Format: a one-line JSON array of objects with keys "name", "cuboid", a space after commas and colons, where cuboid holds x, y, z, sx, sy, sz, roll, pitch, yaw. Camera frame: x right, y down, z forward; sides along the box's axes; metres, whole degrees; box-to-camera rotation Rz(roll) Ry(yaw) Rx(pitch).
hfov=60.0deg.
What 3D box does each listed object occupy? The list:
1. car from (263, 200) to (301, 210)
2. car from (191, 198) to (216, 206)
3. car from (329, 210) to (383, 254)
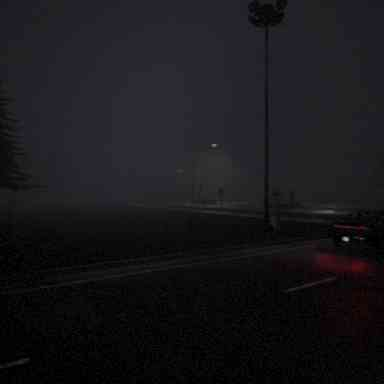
[{"name": "car", "cuboid": [11.485, 1.593, 42.504, 1.895, 1.301, 4.718, 0, 0, -35]}, {"name": "car", "cuboid": [1.918, 1.601, 56.384, 1.895, 1.301, 4.718, 0, 0, -35]}, {"name": "car", "cuboid": [7.544, 1.489, 13.440, 4.902, 1.511, 2.128, 0, 0, -35]}]
